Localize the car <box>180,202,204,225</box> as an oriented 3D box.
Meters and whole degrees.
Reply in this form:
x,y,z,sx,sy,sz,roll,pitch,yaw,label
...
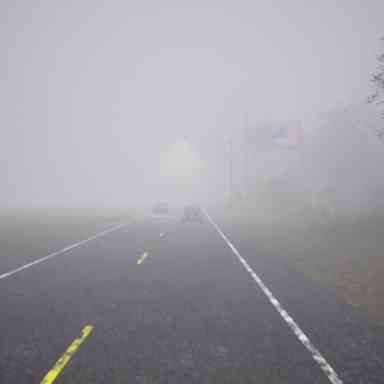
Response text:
x,y,z,sx,sy,sz,roll,pitch,yaw,label
0.009,1.816,26.960,2.033,1.411,5.357,0,-1,1,car

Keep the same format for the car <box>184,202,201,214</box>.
x,y,z,sx,sy,sz,roll,pitch,yaw,label
0.034,1.967,42.311,2.033,1.411,5.357,0,-1,0,car

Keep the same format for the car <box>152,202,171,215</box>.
x,y,z,sx,sy,sz,roll,pitch,yaw,label
-3.547,1.945,39.861,2.033,1.411,5.357,0,-1,0,car
